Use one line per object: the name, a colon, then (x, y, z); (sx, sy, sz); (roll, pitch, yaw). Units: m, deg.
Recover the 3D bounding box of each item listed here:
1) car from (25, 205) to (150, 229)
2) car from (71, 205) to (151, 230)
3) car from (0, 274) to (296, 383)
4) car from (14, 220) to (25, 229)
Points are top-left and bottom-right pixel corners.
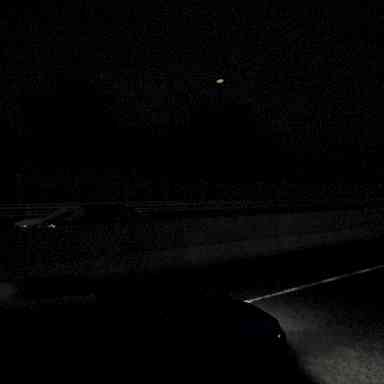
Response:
car: (-4.171, 1.359, 13.915); (4.553, 1.767, 2.097); (0, 0, -36)
car: (-5.241, 1.614, 21.751); (4.718, 1.301, 1.895); (0, 0, -35)
car: (-1.083, 1.527, 2.974); (4.674, 1.442, 1.812); (0, 0, -35)
car: (-6.311, 1.533, 16.688); (4.674, 1.442, 1.812); (0, 0, -36)
